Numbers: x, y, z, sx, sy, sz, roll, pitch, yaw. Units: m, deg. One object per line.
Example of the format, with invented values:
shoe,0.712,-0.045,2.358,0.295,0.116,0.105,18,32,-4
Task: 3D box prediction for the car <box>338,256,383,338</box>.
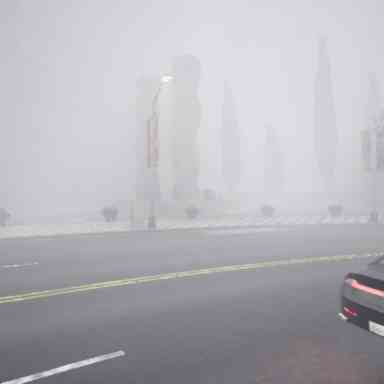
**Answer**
car,4.519,1.493,5.164,4.902,1.511,2.128,0,0,-26
